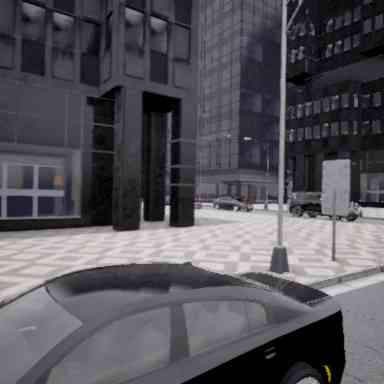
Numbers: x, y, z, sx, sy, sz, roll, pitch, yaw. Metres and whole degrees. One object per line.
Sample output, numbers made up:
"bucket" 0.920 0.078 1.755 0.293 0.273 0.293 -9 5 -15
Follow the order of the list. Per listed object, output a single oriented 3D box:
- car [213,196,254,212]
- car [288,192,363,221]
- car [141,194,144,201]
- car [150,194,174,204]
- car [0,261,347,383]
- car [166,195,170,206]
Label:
"car" 4.077 1.217 33.161 1.837 1.490 4.892 1 0 -34
"car" 9.734 1.039 24.798 2.150 2.045 5.566 1 0 -32
"car" -10.335 0.913 60.250 1.837 1.490 4.892 1 0 -34
"car" -4.782 1.106 51.999 1.994 1.385 4.181 1 0 -33
"car" -0.743 1.455 2.853 5.008 1.535 1.882 0 0 -34
"car" -1.792 1.146 41.868 2.033 1.411 5.357 1 0 -34
